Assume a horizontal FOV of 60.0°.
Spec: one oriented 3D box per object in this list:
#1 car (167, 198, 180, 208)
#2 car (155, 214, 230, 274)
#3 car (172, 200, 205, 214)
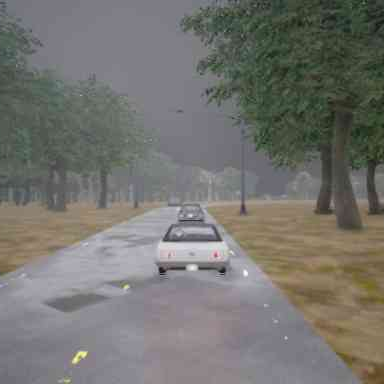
[{"bbox_3d":[-2.787,1.729,53.525,1.837,1.490,4.892,-1,0,6],"label":"car"},{"bbox_3d":[0.018,1.577,10.399,1.895,1.301,4.718,0,0,0],"label":"car"},{"bbox_3d":[-0.053,1.545,23.469,2.033,1.411,5.357,0,0,0],"label":"car"}]
